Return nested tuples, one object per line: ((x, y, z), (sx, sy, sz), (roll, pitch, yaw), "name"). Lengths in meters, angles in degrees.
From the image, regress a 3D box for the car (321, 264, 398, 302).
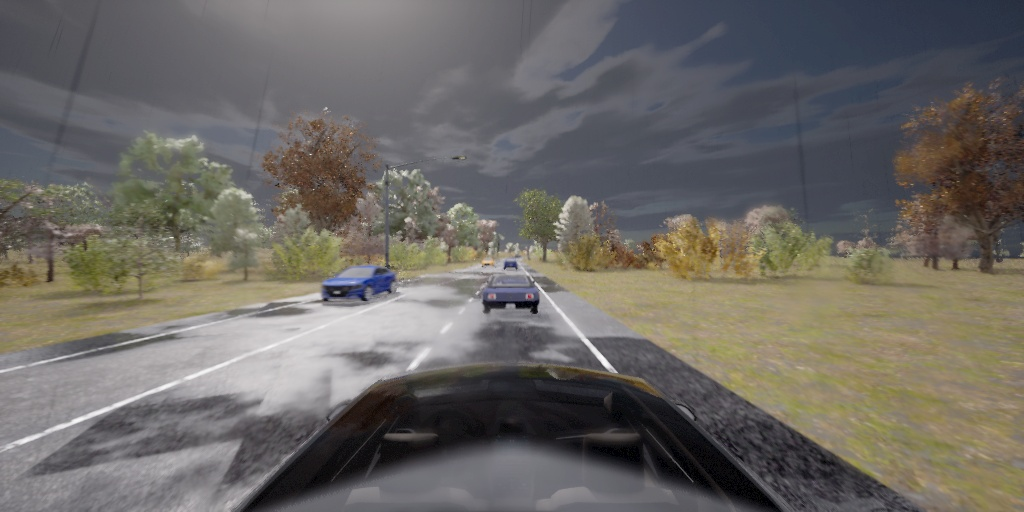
((-6.972, 1.183, 16.845), (1.882, 1.535, 5.008), (0, 0, 1), "car")

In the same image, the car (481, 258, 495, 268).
((-3.733, 1.022, 56.680), (1.882, 1.535, 5.008), (0, 0, 1), "car")

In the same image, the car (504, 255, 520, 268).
((-0.187, 1.045, 51.233), (1.882, 1.535, 5.008), (0, 0, 0), "car")

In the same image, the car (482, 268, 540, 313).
((-0.045, 1.316, 13.677), (1.895, 1.301, 4.718), (0, 0, 0), "car")
